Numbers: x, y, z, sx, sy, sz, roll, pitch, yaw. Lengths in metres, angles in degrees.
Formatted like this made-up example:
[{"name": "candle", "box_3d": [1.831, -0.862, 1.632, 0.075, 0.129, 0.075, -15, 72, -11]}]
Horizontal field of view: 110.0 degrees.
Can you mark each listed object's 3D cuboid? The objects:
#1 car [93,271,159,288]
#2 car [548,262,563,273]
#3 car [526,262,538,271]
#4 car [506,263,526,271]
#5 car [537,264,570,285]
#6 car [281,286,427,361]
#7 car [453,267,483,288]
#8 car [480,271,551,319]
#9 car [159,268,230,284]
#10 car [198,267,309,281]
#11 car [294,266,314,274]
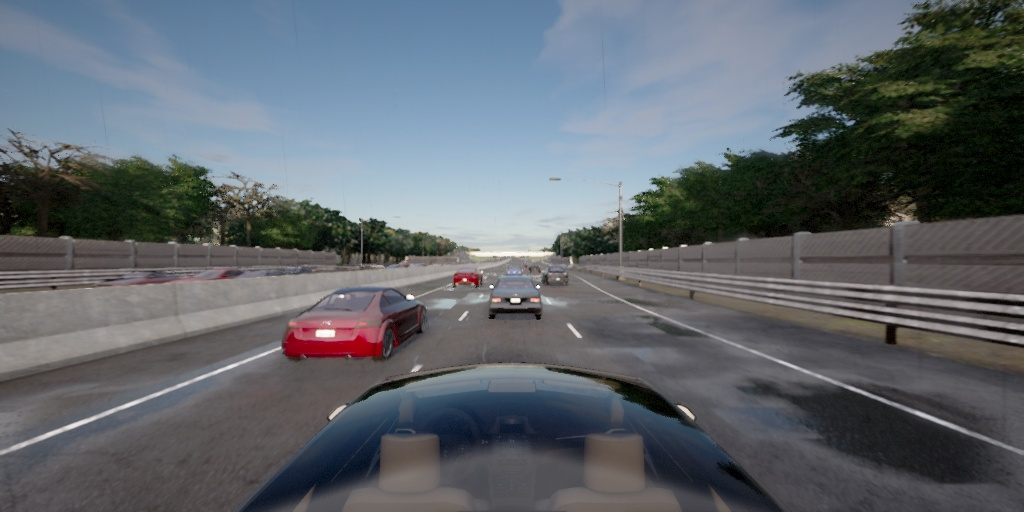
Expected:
[{"name": "car", "box_3d": [-21.056, 1.570, 20.530, 1.994, 1.385, 4.181, 0, -1, 0]}, {"name": "car", "box_3d": [7.365, 1.960, 60.678, 2.097, 1.767, 4.553, 0, -1, 1]}, {"name": "car", "box_3d": [3.895, 2.147, 62.999, 1.837, 1.490, 4.892, 0, -1, 1]}, {"name": "car", "box_3d": [0.265, 1.845, 40.913, 2.033, 1.411, 5.357, 0, -1, 0]}, {"name": "car", "box_3d": [3.588, 1.635, 30.264, 2.128, 1.511, 4.902, 0, -1, 0]}, {"name": "car", "box_3d": [-3.391, 1.407, 8.532, 1.994, 1.385, 4.181, 0, -1, 0]}, {"name": "car", "box_3d": [-3.324, 1.587, 27.818, 1.882, 1.535, 5.008, 0, -1, 0]}, {"name": "car", "box_3d": [0.117, 1.461, 13.673, 2.033, 1.411, 5.357, 0, -1, 0]}, {"name": "car", "box_3d": [-17.553, 1.496, 21.437, 1.882, 1.535, 5.008, 0, -1, 0]}, {"name": "car", "box_3d": [-14.061, 1.547, 20.042, 2.033, 1.411, 5.357, 0, -1, 0]}, {"name": "car", "box_3d": [-23.698, 1.838, 39.548, 1.994, 1.385, 4.181, 0, -1, -3]}]
